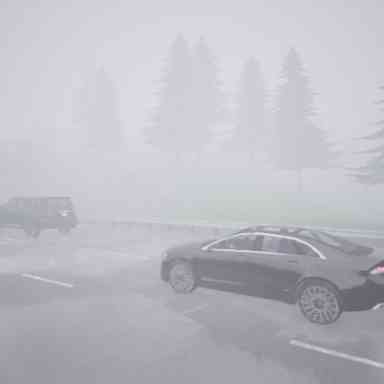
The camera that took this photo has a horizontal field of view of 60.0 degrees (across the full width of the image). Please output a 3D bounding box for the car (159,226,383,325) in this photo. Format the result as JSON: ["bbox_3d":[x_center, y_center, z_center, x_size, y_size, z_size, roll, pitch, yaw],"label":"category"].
[{"bbox_3d":[1.492,1.477,7.093,4.902,1.511,2.128,0,0,35],"label":"car"}]

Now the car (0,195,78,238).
[{"bbox_3d":[-8.558,1.202,17.688,5.566,2.045,2.150,0,0,31],"label":"car"}]
